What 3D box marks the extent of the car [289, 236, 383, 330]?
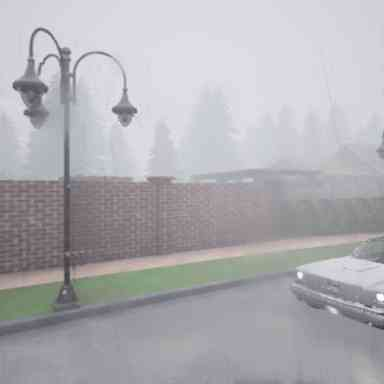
[{"bbox_3d":[4.142,1.563,6.423,4.718,1.301,1.895,0,0,-31],"label":"car"}]
